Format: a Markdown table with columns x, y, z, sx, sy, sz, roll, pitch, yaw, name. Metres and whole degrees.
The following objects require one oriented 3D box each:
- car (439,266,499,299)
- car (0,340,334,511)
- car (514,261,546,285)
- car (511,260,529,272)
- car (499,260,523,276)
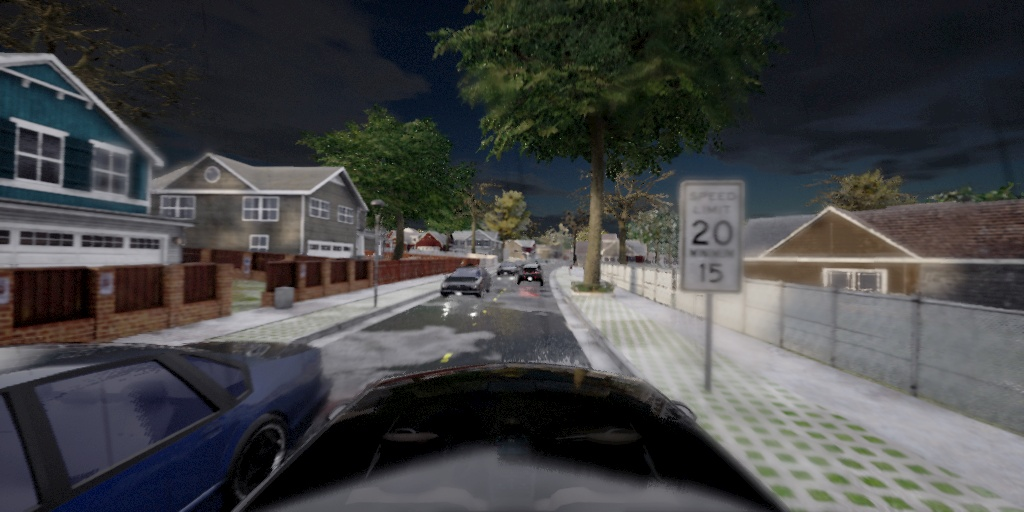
| x | y | z | sx | sy | sz | roll | pitch | yaw | name |
| --- | --- | --- | --- | --- | --- | --- | --- | --- | --- |
| -2.094 | 1.235 | 17.930 | 2.033 | 1.411 | 5.357 | 1 | 0 | 4 | car |
| -2.850 | 1.231 | 1.491 | 2.033 | 1.411 | 5.357 | 1 | 0 | 1 | car |
| 1.461 | 1.318 | 26.920 | 1.837 | 1.490 | 4.892 | 1 | 0 | 5 | car |
| 1.170 | 1.342 | 48.532 | 1.837 | 1.490 | 4.892 | 1 | 0 | 8 | car |
| -0.319 | 1.310 | 36.820 | 2.033 | 1.411 | 5.357 | 1 | 0 | 6 | car |
